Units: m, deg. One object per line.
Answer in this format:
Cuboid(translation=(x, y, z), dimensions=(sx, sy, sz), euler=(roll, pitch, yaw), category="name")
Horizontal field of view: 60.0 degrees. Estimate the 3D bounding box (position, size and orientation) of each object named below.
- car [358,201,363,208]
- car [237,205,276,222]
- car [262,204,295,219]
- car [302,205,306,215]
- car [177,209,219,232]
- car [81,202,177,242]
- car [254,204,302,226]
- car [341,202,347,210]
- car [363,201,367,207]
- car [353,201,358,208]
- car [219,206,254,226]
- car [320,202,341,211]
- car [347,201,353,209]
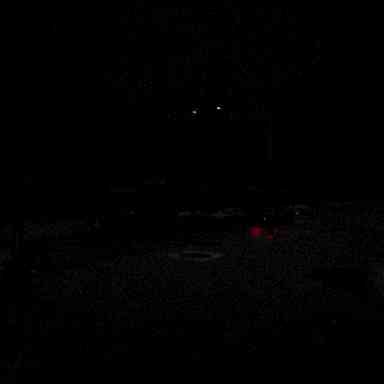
Cuboid(translation=(34.186, 2.634, 70.418), dimensions=(1.947, 1.339, 4.313), euler=(-1, -1, 35), category="car")
Cuboid(translation=(6.038, 1.954, 30.772), dimensions=(1.947, 1.339, 4.313), euler=(-1, -1, 35), category="car")
Cuboid(translation=(9.166, 2.030, 35.177), dimensions=(1.947, 1.339, 4.313), euler=(-1, -1, 35), category="car")
Cuboid(translation=(12.293, 2.091, 39.583), dimensions=(2.008, 1.369, 4.403), euler=(-1, -1, 35), category="car")
Cuboid(translation=(-0.217, 1.817, 21.961), dimensions=(1.802, 1.307, 4.206), euler=(-1, -1, 35), category="car")
Cuboid(translation=(-3.344, 1.473, 17.561), dimensions=(2.192, 1.841, 5.009), euler=(-1, -1, 35), category="car")
Cuboid(translation=(6.965, 1.861, 27.331), dimensions=(2.128, 1.511, 4.902), euler=(0, -1, 35), category="car")
Cuboid(translation=(24.705, 2.366, 57.065), dimensions=(1.752, 1.417, 4.829), euler=(-1, -1, 35), category="car")
Cuboid(translation=(40.440, 2.787, 79.228), dimensions=(1.947, 1.339, 4.313), euler=(-1, -1, 35), category="car")
Cuboid(translation=(31.059, 2.575, 66.013), dimensions=(1.802, 1.307, 4.206), euler=(-1, -1, 35), category="car")
Cuboid(translation=(2.812, 1.834, 26.229), dimensions=(1.752, 1.417, 4.829), euler=(-1, -1, 35), category="car")
Cuboid(translation=(21.676, 2.318, 52.798), dimensions=(2.008, 1.369, 4.403), euler=(-1, -1, 35), category="car")
Cuboid(translation=(27.931, 2.484, 61.608), dimensions=(1.947, 1.339, 4.313), euler=(-1, -1, 35), category="car")
